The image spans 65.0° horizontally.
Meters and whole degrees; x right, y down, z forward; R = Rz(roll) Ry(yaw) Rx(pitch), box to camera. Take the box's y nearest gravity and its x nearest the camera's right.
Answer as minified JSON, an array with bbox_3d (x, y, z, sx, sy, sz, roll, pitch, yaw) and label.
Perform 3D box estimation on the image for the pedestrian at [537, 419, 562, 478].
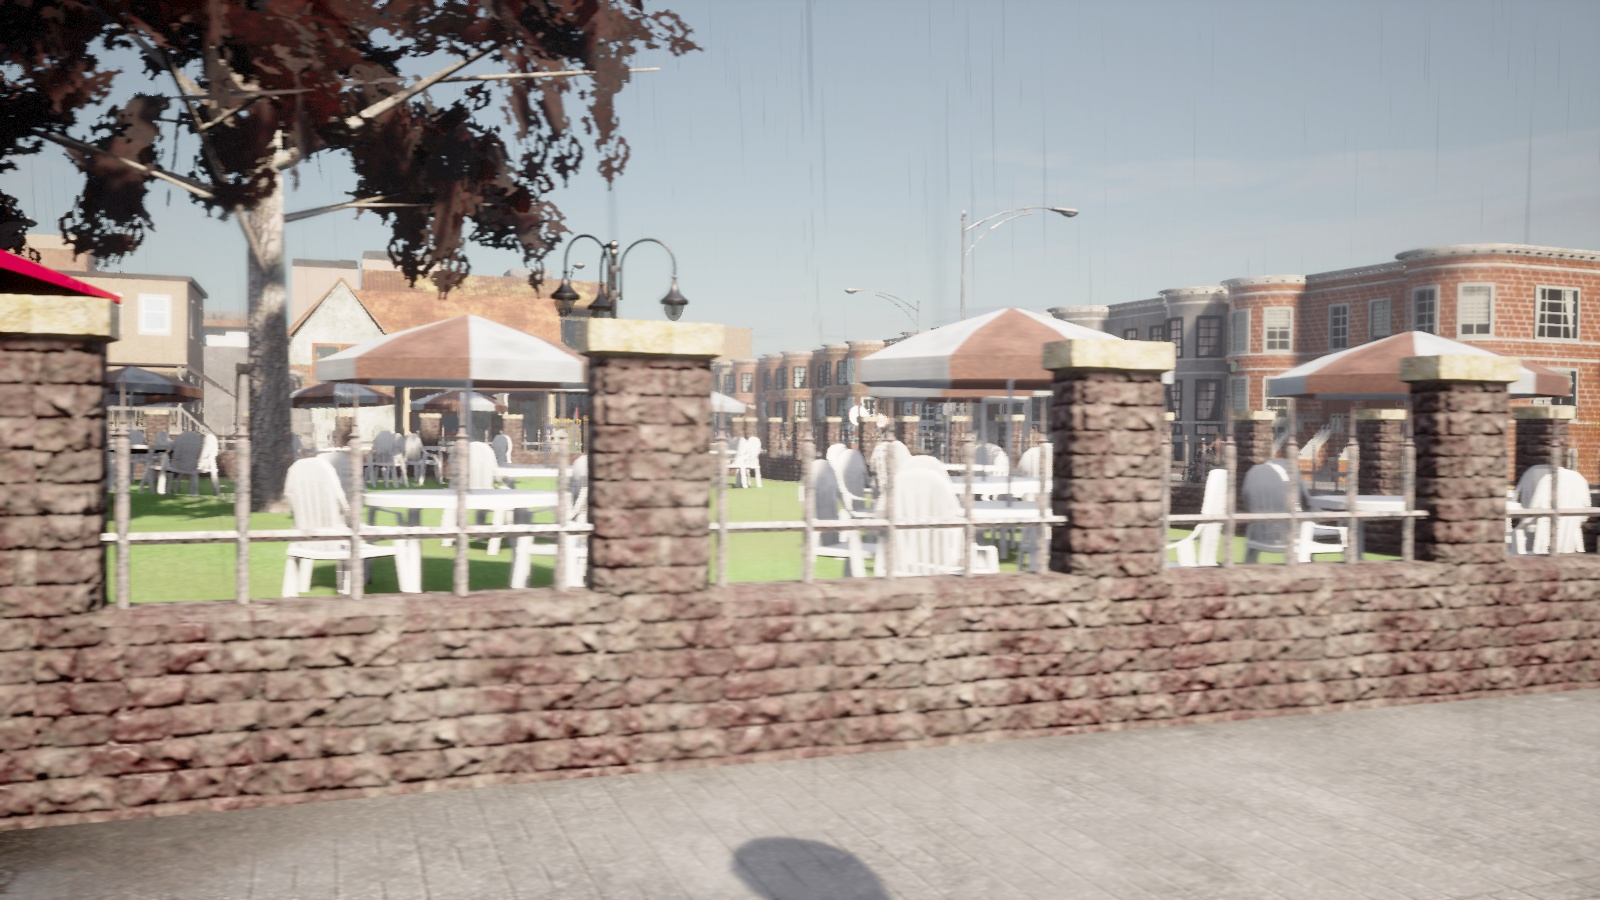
[{"bbox_3d":[-7.798,-0.045,39.145,0.706,1.836,0.354,-1,1,-18],"label":"pedestrian"}]

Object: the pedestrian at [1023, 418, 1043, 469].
[{"bbox_3d":[8.311,-0.230,44.740,0.328,1.805,0.869,0,1,36],"label":"pedestrian"}]

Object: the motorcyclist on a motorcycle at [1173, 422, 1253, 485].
[{"bbox_3d":[11.239,0.069,34.247,0.766,1.649,2.350,-1,1,-21],"label":"motorcyclist on a motorcycle"}]

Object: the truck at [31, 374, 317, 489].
[{"bbox_3d":[-19.806,-0.628,40.363,7.936,3.462,2.891,-1,1,-21],"label":"truck"}]
